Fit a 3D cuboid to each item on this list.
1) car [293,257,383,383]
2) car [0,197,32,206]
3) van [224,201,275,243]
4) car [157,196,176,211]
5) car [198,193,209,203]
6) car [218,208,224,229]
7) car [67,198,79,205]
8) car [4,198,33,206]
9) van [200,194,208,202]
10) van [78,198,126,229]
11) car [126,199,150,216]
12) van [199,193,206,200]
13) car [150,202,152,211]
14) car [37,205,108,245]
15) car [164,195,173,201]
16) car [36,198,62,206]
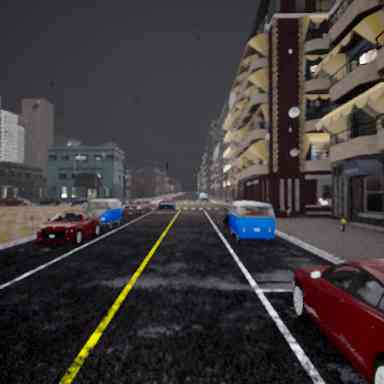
[{"bbox_3d":[2.702,1.546,4.421,1.887,1.381,4.507,1,0,0],"label":"car"},{"bbox_3d":[-26.370,1.472,50.034,4.097,1.590,1.967,0,-1,1],"label":"car"},{"bbox_3d":[2.707,1.341,15.712,1.690,1.788,3.998,1,0,0],"label":"van"},{"bbox_3d":[-3.007,1.553,40.369,1.994,1.385,4.181,0,0,0],"label":"car"},{"bbox_3d":[2.711,1.503,70.783,2.008,1.369,4.403,1,0,0],"label":"car"},{"bbox_3d":[2.704,1.564,21.358,1.947,1.339,4.313,1,0,0],"label":"car"},{"bbox_3d":[-19.710,1.671,58.579,4.403,1.369,2.008,0,-1,1],"label":"car"},{"bbox_3d":[-30.671,1.754,58.731,4.206,1.307,1.802,0,-1,1],"label":"car"},{"bbox_3d":[2.714,1.285,76.362,1.690,1.788,3.998,1,0,0],"label":"van"},{"bbox_3d":[-5.640,1.340,21.326,1.690,1.788,3.998,1,0,0],"label":"van"},{"bbox_3d":[-5.640,1.433,32.618,1.967,1.590,4.097,1,0,0],"label":"car"},{"bbox_3d":[2.716,1.266,87.524,1.690,1.788,3.998,1,0,0],"label":"van"},{"bbox_3d":[-5.641,1.534,38.264,1.887,1.381,4.507,1,0,0],"label":"car"},{"bbox_3d":[-5.644,1.545,15.680,1.887,1.381,4.507,1,0,0],"label":"car"},{"bbox_3d":[-5.668,1.480,81.909,1.887,1.381,4.507,1,0,0],"label":"car"},{"bbox_3d":[-25.191,1.712,58.656,4.313,1.339,1.947,0,-1,1],"label":"car"}]
